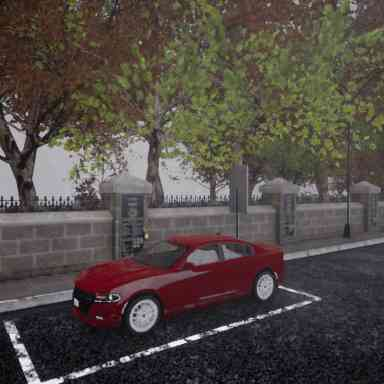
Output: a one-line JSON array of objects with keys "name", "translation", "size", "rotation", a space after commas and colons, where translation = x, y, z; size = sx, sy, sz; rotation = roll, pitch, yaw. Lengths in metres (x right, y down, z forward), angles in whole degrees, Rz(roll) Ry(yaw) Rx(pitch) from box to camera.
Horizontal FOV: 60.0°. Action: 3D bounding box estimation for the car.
[{"name": "car", "translation": [-0.045, 1.545, 6.688], "size": [4.507, 1.381, 1.887], "rotation": [0, 0, -36]}]
